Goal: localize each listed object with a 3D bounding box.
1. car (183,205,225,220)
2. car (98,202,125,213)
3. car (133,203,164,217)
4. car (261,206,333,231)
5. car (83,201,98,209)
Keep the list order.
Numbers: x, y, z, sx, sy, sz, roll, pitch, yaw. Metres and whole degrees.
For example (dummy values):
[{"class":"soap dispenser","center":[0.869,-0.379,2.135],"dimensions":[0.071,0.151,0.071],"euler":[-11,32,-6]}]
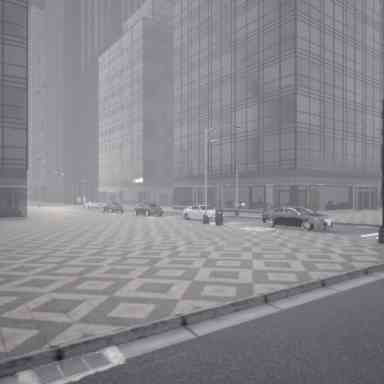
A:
[{"class":"car","center":[0.951,1.870,29.957],"dimensions":[1.812,1.442,4.674],"euler":[0,-1,-36]},{"class":"car","center":[-11.156,2.169,46.732],"dimensions":[1.837,1.490,4.892],"euler":[0,-1,-35]},{"class":"car","center":[-5.088,2.007,38.293],"dimensions":[1.837,1.490,4.892],"euler":[0,-1,-36]},{"class":"car","center":[6.784,1.683,21.902],"dimensions":[2.128,1.511,4.902],"euler":[0,-1,-35]},{"class":"car","center":[-19.159,2.476,63.118],"dimensions":[1.812,1.442,4.674],"euler":[0,-1,-36]}]
